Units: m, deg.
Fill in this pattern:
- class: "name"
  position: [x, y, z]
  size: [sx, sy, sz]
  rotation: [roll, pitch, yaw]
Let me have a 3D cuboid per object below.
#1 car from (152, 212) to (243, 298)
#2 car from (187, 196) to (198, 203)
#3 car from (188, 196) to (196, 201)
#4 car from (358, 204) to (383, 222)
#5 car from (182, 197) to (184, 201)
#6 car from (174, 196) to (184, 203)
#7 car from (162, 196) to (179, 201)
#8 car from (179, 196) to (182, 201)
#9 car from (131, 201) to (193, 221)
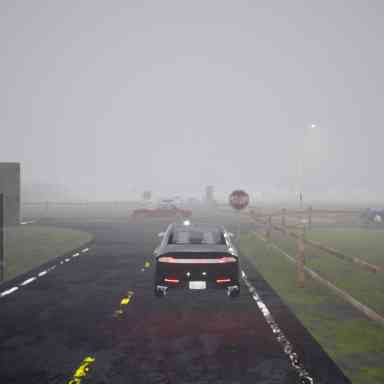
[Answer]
- class: "car"
  position: [0.103, 1.491, 8.511]
  size: [2.128, 1.511, 4.902]
  rotation: [0, 0, 0]
- class: "car"
  position: [0.115, 1.469, 67.853]
  size: [1.882, 1.535, 5.008]
  rotation: [0, 0, 0]
- class: "car"
  position: [0.018, 1.582, 81.493]
  size: [1.895, 1.301, 4.718]
  rotation: [0, 0, 0]
- class: "car"
  position: [15.607, 1.612, 25.965]
  size: [5.008, 1.535, 1.882]
  rotation: [0, 0, 1]
- class: "car"
  position: [-2.795, 1.471, 59.268]
  size: [1.882, 1.535, 5.008]
  rotation: [0, 0, 0]
- class: "car"
  position: [-2.734, 1.535, 72.103]
  size: [1.994, 1.385, 4.181]
  rotation: [0, 0, 0]
- class: "car"
  position: [-2.795, 1.501, 38.938]
  size: [1.837, 1.490, 4.892]
  rotation: [0, 0, -1]
- class: "car"
  position: [-2.819, 1.595, 48.863]
  size: [1.895, 1.301, 4.718]
  rotation: [0, 0, 0]
- class: "car"
  position: [-2.363, 1.598, 26.148]
  size: [4.718, 1.301, 1.895]
  rotation: [0, 0, 1]
